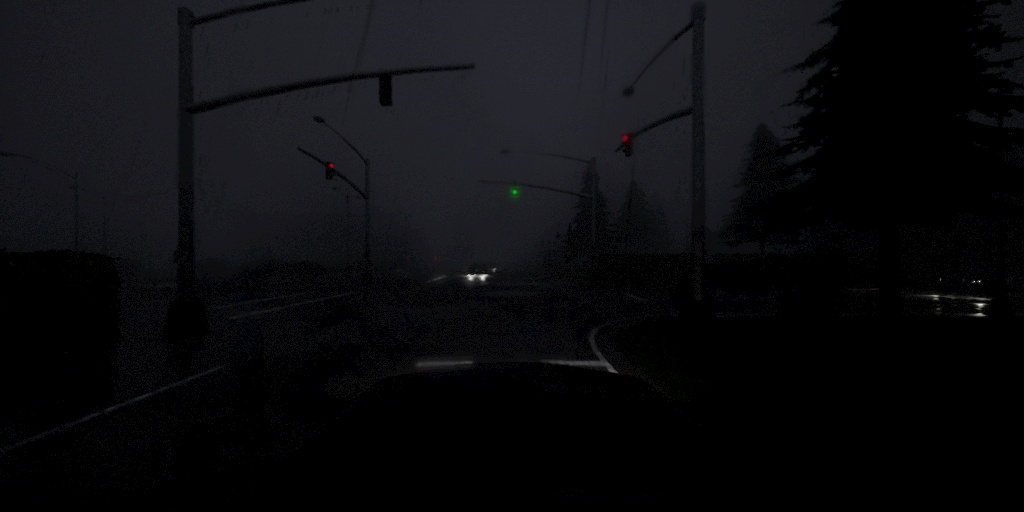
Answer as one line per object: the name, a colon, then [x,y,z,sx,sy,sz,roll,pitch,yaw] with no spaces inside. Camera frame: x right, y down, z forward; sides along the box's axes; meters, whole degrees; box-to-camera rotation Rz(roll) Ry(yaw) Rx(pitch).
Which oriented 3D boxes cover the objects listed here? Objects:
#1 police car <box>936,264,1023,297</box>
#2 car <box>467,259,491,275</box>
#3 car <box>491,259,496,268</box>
police car: [24.382,1.204,18.182,4.974,1.542,2.038,0,0,-5]
car: [-3.672,1.300,39.239,1.994,1.385,4.181,0,0,0]
car: [-3.640,1.207,59.799,1.882,1.535,5.008,0,0,0]
